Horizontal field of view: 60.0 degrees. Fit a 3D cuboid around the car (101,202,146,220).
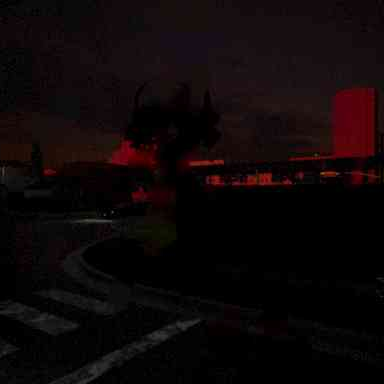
[{"bbox_3d":[-6.197,1.703,30.638,1.812,1.442,4.674,0,0,35],"label":"car"}]
